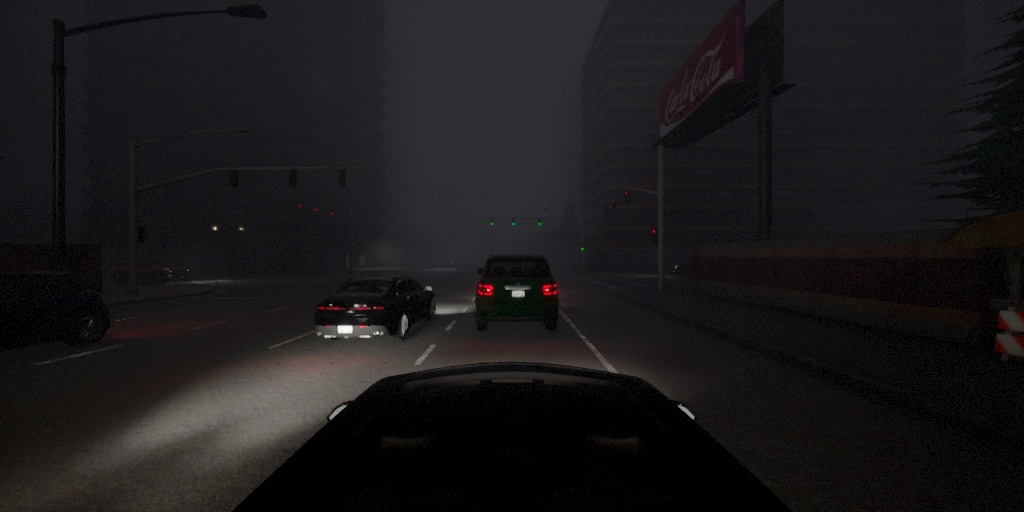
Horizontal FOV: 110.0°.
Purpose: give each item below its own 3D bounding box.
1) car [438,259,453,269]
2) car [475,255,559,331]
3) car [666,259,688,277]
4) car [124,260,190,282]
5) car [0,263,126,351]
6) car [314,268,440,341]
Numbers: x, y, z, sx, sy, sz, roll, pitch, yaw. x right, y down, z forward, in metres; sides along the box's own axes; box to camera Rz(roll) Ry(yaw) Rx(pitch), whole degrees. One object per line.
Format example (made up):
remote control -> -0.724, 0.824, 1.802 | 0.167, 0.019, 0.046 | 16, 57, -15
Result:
car -> -10.515, 1.275, 57.202 | 1.812, 1.442, 4.674 | 0, 0, 0
car -> 0.084, 0.973, 11.183 | 2.150, 2.045, 5.566 | 0, 0, -1
car -> 17.711, 1.102, 35.537 | 4.553, 1.767, 2.097 | 0, 0, 0
car -> -28.079, 1.102, 28.083 | 4.553, 1.767, 2.097 | 0, 0, 0
car -> -10.502, 1.101, 6.439 | 2.097, 1.767, 4.553 | 0, 0, 0
car -> -3.438, 1.256, 9.862 | 1.837, 1.490, 4.892 | 0, 0, 1
